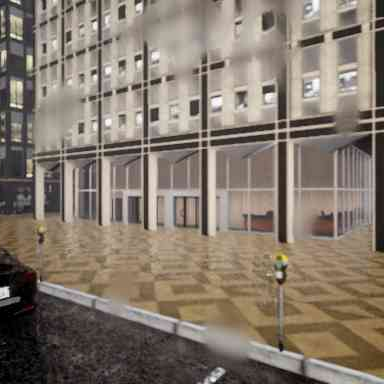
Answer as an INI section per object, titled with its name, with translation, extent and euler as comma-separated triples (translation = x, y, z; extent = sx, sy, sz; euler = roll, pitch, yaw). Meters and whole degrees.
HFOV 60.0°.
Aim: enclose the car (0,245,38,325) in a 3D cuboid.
[car]
translation = -4.570, 1.544, 6.135
extent = 4.313, 1.339, 1.947
euler = 0, 0, 35
